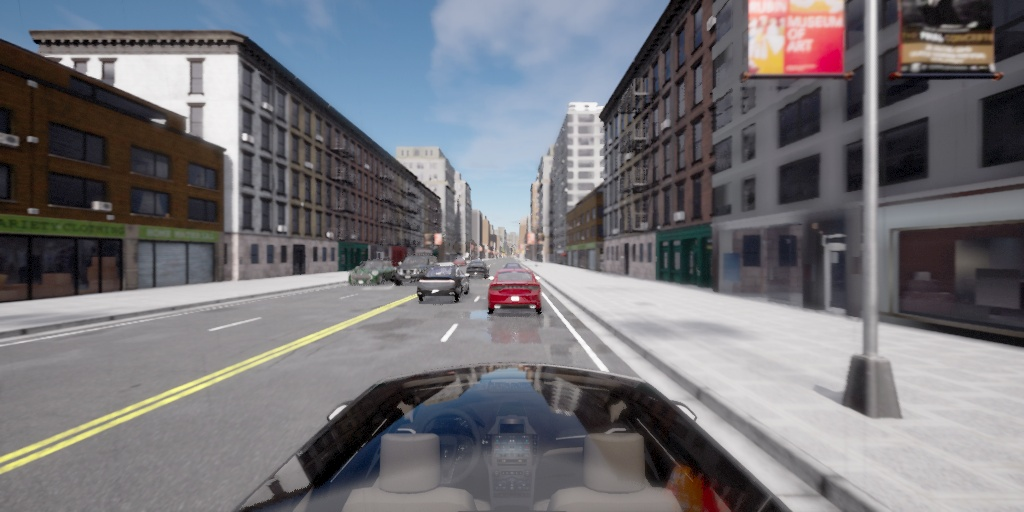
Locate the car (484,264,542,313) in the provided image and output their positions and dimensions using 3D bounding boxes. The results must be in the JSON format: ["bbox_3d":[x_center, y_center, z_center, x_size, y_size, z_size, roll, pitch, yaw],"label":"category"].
[{"bbox_3d":[0.100,1.232,14.128,1.882,1.535,5.008,0,0,0],"label":"car"}]

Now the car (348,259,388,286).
[{"bbox_3d":[-9.850,1.114,25.623,2.097,1.767,4.553,0,0,0],"label":"car"}]

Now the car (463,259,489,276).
[{"bbox_3d":[-3.154,1.273,33.680,1.837,1.490,4.892,0,0,0],"label":"car"}]

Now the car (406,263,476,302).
[{"bbox_3d":[-3.154,1.247,17.110,2.128,1.511,4.902,0,0,0],"label":"car"}]

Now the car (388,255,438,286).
[{"bbox_3d":[-6.603,0.982,25.469,2.150,2.045,5.566,0,0,0],"label":"car"}]
